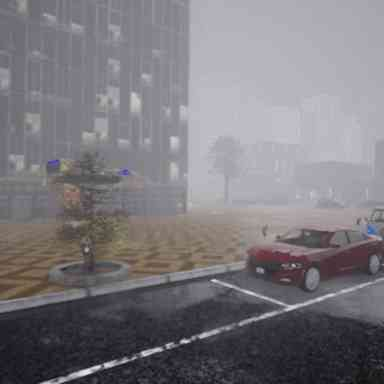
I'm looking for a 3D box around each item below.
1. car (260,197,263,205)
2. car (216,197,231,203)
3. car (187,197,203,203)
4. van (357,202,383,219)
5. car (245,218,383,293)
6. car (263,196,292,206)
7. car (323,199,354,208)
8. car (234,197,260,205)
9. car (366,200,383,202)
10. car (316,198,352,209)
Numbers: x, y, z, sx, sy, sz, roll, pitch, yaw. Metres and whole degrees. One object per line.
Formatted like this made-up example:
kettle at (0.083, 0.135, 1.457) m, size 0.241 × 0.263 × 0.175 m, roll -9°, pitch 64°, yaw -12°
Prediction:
car at (13.701, 1.810, 68.893) m, size 1.967 × 1.590 × 4.097 m, roll 1°, pitch -1°, yaw -35°
car at (7.334, 1.864, 77.986) m, size 1.967 × 1.590 × 4.097 m, roll 1°, pitch -1°, yaw -35°
car at (0.545, 1.814, 73.069) m, size 1.752 × 1.417 × 4.829 m, roll 1°, pitch -1°, yaw -35°
van at (8.000, 1.369, 12.214) m, size 3.998 × 1.788 × 1.690 m, roll 0°, pitch 1°, yaw -36°
car at (3.403, 1.562, 8.936) m, size 4.507 × 1.381 × 1.887 m, roll 0°, pitch 1°, yaw -36°
car at (16.891, 1.659, 64.350) m, size 2.192 × 1.841 × 5.009 m, roll 1°, pitch -1°, yaw -35°
car at (23.897, 1.867, 54.319) m, size 1.802 × 1.307 × 4.206 m, roll 1°, pitch -1°, yaw -35°
car at (10.221, 1.868, 63.790) m, size 1.895 × 1.301 × 4.718 m, roll 1°, pitch -1°, yaw -34°
car at (27.020, 1.825, 49.816) m, size 1.947 × 1.339 × 4.313 m, roll 1°, pitch -1°, yaw -35°
car at (19.319, 1.566, 45.766) m, size 1.967 × 1.590 × 4.097 m, roll 1°, pitch -1°, yaw -35°
